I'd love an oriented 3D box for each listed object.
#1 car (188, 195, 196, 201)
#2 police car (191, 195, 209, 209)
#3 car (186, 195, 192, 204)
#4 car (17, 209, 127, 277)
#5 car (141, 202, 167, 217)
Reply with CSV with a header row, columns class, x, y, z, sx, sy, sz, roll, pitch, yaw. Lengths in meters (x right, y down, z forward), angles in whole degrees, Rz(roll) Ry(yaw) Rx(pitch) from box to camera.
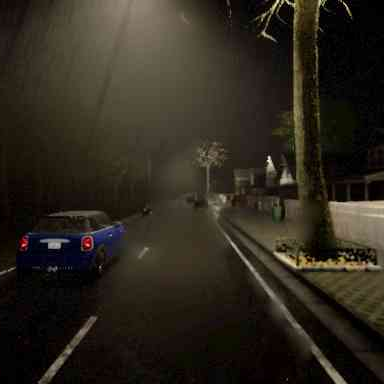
class,x,y,z,sx,sy,sz,roll,pitch,yaw
car,-0.006,1.446,79.557,1.994,1.385,4.181,0,0,0
police car,1.221,1.432,45.132,1.930,1.638,5.238,0,0,0
car,-0.004,1.529,63.665,1.837,1.490,4.892,0,0,0
car,-3.401,1.349,10.350,2.097,1.767,4.553,0,0,0
car,-3.402,1.600,30.628,1.895,1.301,4.718,0,0,0
